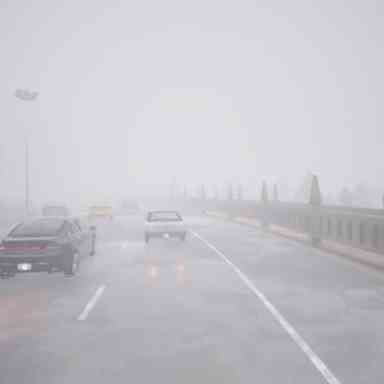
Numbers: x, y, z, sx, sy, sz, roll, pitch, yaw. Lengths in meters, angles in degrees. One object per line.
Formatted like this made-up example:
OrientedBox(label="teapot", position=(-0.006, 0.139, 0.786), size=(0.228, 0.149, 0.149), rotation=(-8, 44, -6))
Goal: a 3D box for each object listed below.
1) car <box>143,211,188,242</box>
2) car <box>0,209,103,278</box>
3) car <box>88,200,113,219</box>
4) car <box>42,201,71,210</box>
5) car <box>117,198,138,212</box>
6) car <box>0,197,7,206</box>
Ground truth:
OrientedBox(label="car", position=(-1.449, 1.563, 16.374), size=(1.895, 1.301, 4.718), rotation=(0, 0, -9))
OrientedBox(label="car", position=(-4.164, 1.493, 10.179), size=(1.837, 1.490, 4.892), rotation=(0, 0, -6))
OrientedBox(label="car", position=(-7.822, 1.432, 28.472), size=(1.882, 1.535, 5.008), rotation=(0, 0, -16))
OrientedBox(label="car", position=(-11.275, 1.446, 27.801), size=(1.882, 1.535, 5.008), rotation=(0, 0, -16))
OrientedBox(label="car", position=(-7.371, 1.432, 37.873), size=(1.837, 1.490, 4.892), rotation=(0, 0, -21))
OrientedBox(label="car", position=(-26.533, 1.483, 45.367), size=(1.837, 1.490, 4.892), rotation=(0, 0, -30))
